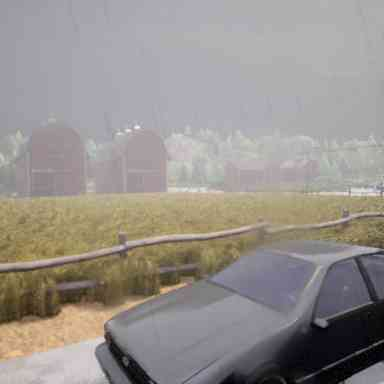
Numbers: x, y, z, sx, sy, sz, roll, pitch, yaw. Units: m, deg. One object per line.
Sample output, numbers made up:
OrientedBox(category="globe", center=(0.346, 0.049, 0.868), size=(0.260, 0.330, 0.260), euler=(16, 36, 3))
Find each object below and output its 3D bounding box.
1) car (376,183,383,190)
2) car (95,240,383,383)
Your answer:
OrientedBox(category="car", center=(40.182, -1.125, 68.003), size=(2.242, 1.667, 4.611), euler=(-2, 2, -32))
OrientedBox(category="car", center=(1.577, 1.424, 4.453), size=(5.357, 1.411, 2.033), euler=(-2, 2, -32))
